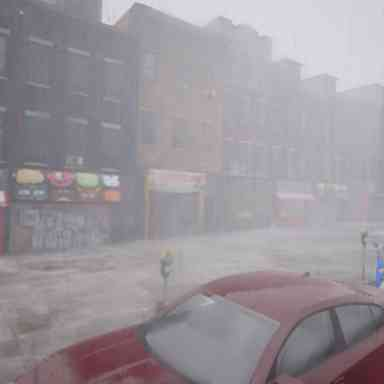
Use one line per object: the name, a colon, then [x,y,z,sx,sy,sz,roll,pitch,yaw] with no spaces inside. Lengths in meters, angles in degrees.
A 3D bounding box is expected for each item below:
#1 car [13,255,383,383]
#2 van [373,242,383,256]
car: [0.644,1.564,3.245,4.507,1.381,1.887,1,1,-35]
van: [5.154,1.405,6.456,3.998,1.788,1.690,1,1,-35]
